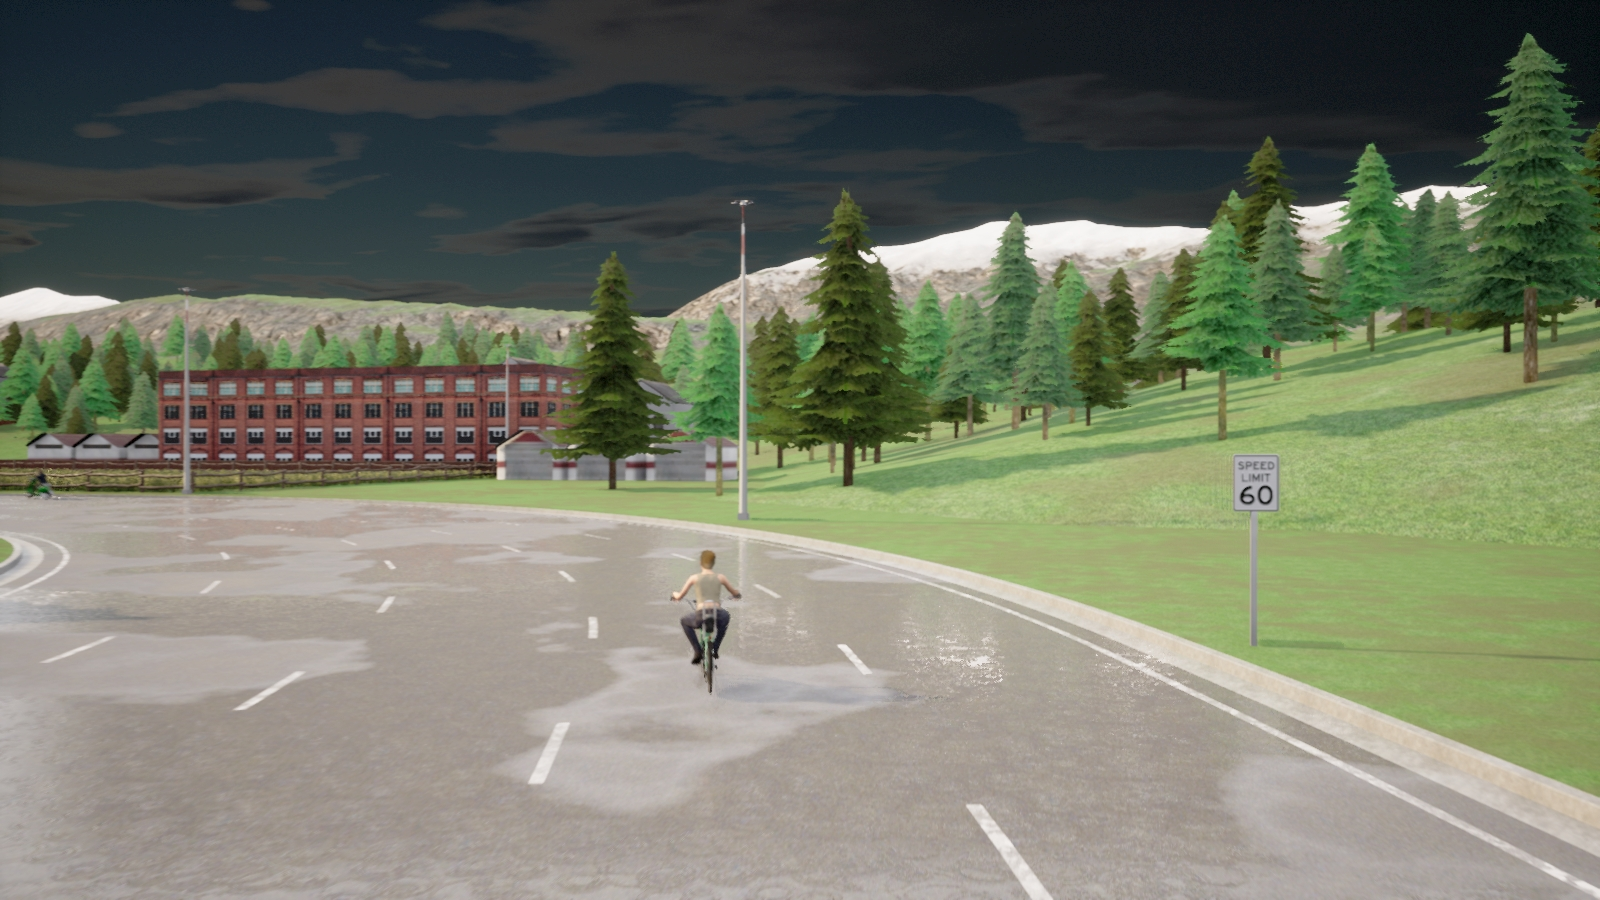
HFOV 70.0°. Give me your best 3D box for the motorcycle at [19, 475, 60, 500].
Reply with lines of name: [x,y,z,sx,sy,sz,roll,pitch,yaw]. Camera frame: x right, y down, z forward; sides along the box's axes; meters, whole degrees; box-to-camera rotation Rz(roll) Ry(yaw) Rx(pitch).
motorcycle: [-40.879,2.001,61.446,1.805,1.316,0.856,0,1,15]

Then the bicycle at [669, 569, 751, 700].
bicycle: [-1.083,2.124,13.416,0.859,1.276,1.487,-1,0,-8]
